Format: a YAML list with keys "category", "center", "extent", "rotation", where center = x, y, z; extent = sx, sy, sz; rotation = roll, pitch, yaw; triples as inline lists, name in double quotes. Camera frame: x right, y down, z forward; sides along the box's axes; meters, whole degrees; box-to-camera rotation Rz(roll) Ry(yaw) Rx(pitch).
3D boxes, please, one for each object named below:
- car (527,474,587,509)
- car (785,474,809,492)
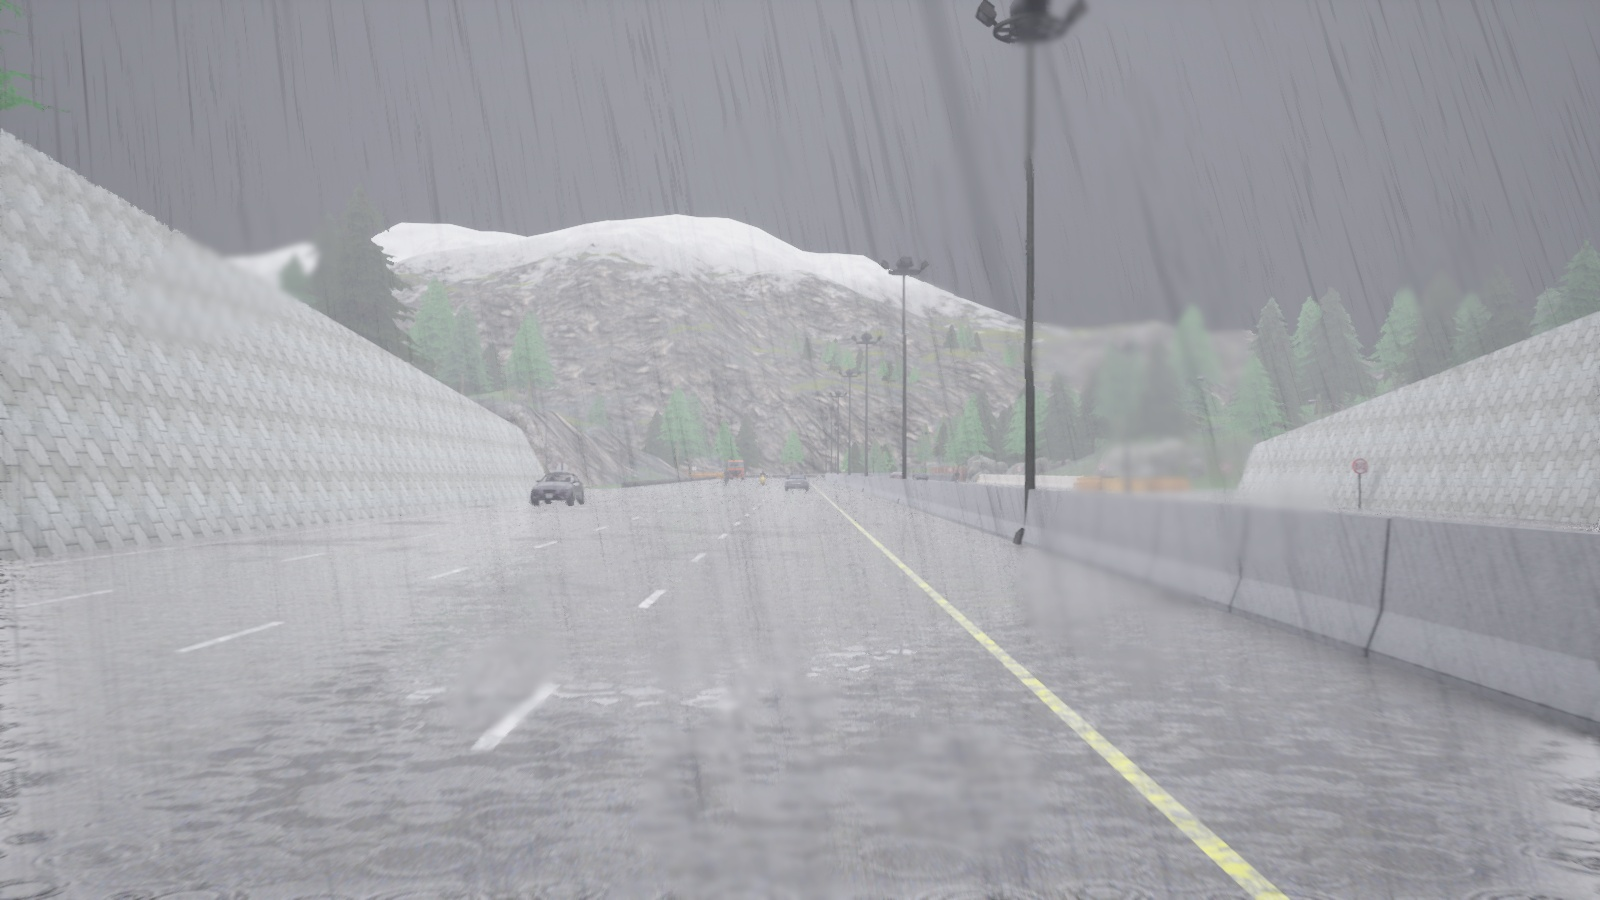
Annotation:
- category: "car"
  center: [-10.631, 1.795, 55.193]
  extent: [1.816, 1.474, 4.193]
  rotation: [0, -1, 0]
- category: "car"
  center: [-0.233, 2.564, 98.416]
  extent: [1.895, 1.301, 4.718]
  rotation: [0, -1, 0]
